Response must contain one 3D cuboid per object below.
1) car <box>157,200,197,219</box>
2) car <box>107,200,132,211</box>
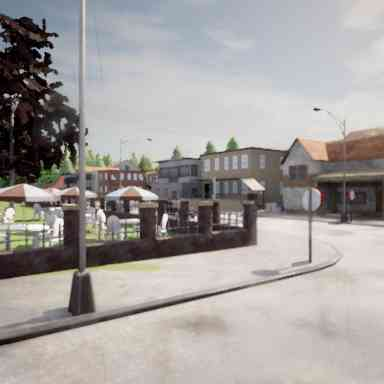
[{"bbox_3d":[-1.405,1.504,29.647,1.837,1.490,4.892,0,0,-35],"label":"car"},{"bbox_3d":[-8.884,1.525,40.168,1.812,1.442,4.674,0,0,-35],"label":"car"}]
